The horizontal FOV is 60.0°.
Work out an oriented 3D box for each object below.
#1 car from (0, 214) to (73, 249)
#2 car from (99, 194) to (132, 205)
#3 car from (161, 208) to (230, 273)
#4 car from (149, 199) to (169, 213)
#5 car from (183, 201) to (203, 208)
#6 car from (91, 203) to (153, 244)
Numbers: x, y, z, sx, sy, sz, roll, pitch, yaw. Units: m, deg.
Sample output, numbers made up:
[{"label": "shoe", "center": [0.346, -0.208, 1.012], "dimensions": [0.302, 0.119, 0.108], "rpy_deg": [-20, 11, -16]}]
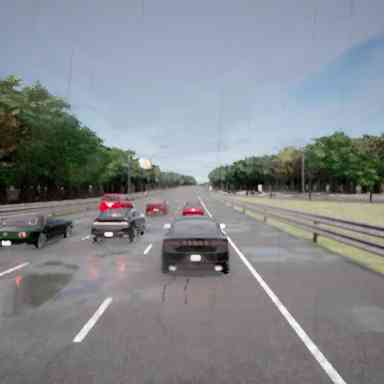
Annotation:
[{"label": "car", "center": [-6.893, 1.620, 14.640], "dimensions": [1.895, 1.301, 4.718], "rpy_deg": [0, 0, 0]}, {"label": "car", "center": [-6.881, 1.217, 30.503], "dimensions": [2.150, 2.045, 5.566], "rpy_deg": [0, 0, 0]}, {"label": "car", "center": [0.098, 1.499, 10.819], "dimensions": [1.882, 1.535, 5.008], "rpy_deg": [0, 0, 0]}, {"label": "car", "center": [-3.379, 1.463, 32.974], "dimensions": [1.882, 1.535, 5.008], "rpy_deg": [0, 0, 0]}, {"label": "car", "center": [0.119, 1.554, 31.924], "dimensions": [1.994, 1.385, 4.181], "rpy_deg": [0, 0, 0]}, {"label": "car", "center": [-3.393, 1.509, 16.001], "dimensions": [2.128, 1.511, 4.902], "rpy_deg": [0, 0, 0]}]
